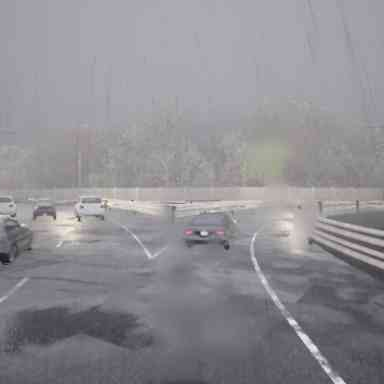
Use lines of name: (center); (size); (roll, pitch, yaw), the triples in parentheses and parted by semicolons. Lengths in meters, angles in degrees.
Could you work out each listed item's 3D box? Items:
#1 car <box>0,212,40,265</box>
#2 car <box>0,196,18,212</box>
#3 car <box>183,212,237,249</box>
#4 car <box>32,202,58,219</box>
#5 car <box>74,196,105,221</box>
car: (-6.963, 1.619, 11.712); (1.994, 1.385, 4.181); (0, 0, -14)
car: (-17.391, 1.365, 30.602); (2.150, 2.045, 5.566); (0, 0, -26)
car: (0.949, 1.617, 14.995); (2.033, 1.411, 5.357); (0, 0, 11)
car: (-13.308, 1.645, 30.128); (1.837, 1.490, 4.892); (0, 0, -24)
car: (-8.925, 1.356, 28.887); (2.150, 2.045, 5.566); (0, 0, -22)
